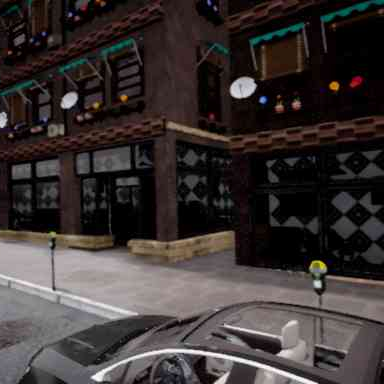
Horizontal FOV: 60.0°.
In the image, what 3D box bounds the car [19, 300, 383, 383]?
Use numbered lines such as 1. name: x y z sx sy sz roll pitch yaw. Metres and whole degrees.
1. car: 0.431 1.556 2.437 4.403 1.369 2.008 0 -2 35
